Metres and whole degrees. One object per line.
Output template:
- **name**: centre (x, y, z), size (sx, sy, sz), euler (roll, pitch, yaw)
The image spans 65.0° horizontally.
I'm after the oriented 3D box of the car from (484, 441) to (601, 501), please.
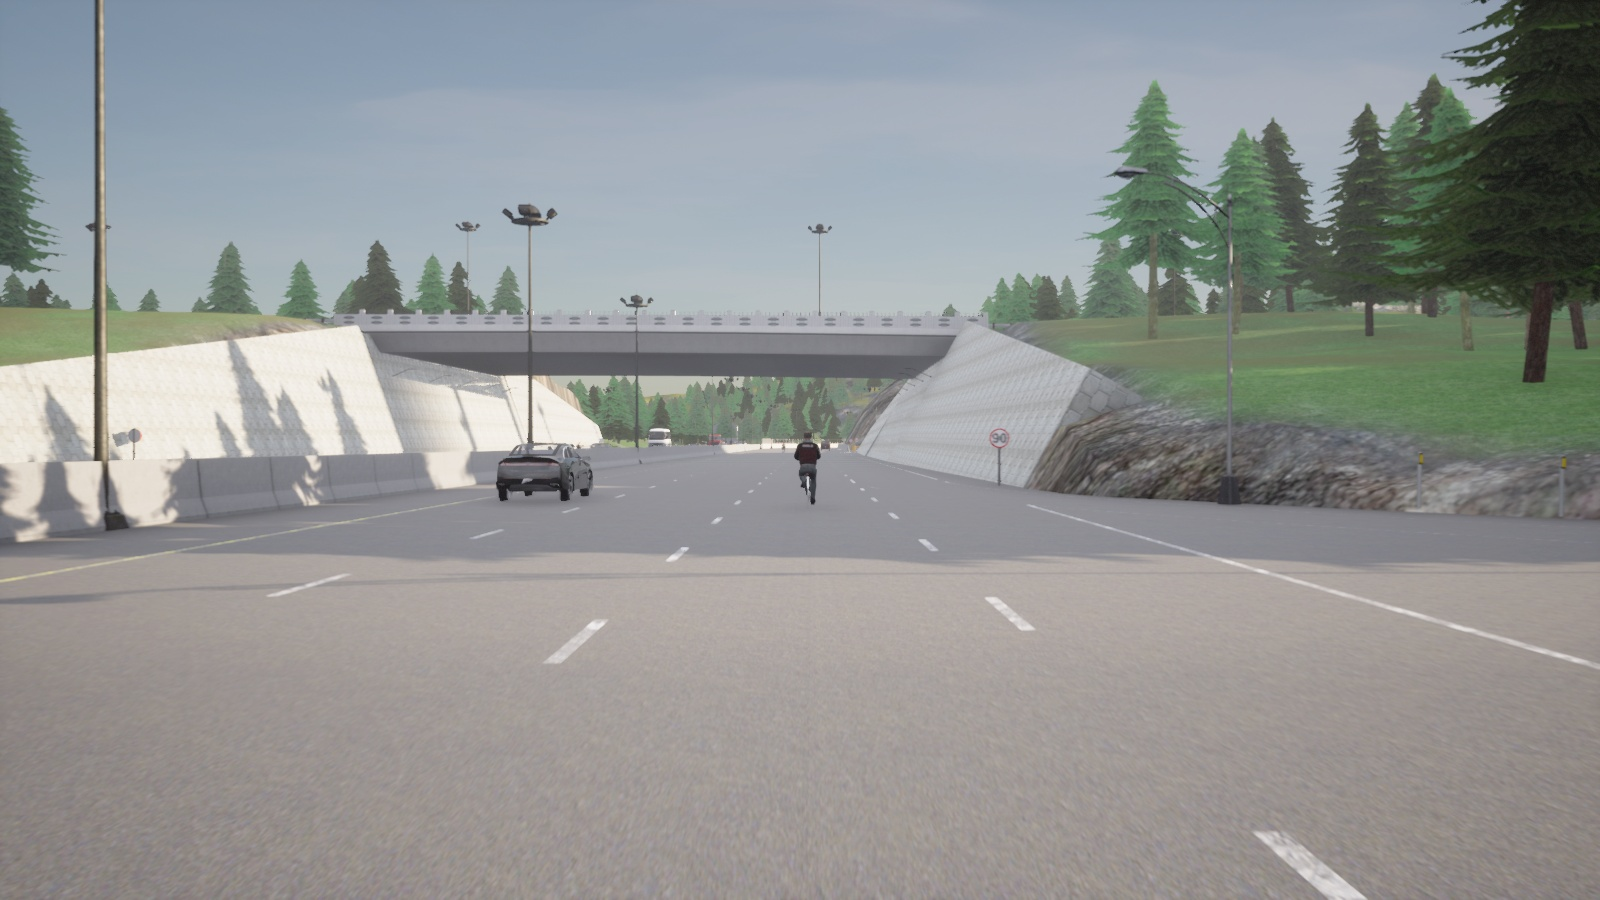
- **car**: centre (-6.793, 0.507, 33.704), size (2.128, 1.511, 4.902), euler (0, 0, 0)
